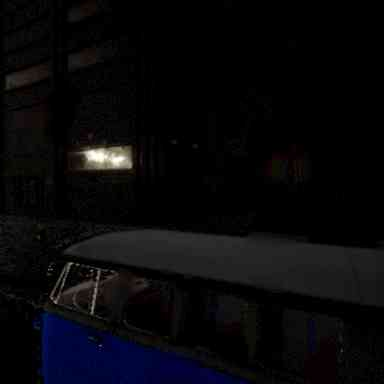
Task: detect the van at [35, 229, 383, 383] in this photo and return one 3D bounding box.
[{"bbox_3d":[0.445,1.294,2.694,3.998,1.788,1.690,0,1,33],"label":"van"}]
